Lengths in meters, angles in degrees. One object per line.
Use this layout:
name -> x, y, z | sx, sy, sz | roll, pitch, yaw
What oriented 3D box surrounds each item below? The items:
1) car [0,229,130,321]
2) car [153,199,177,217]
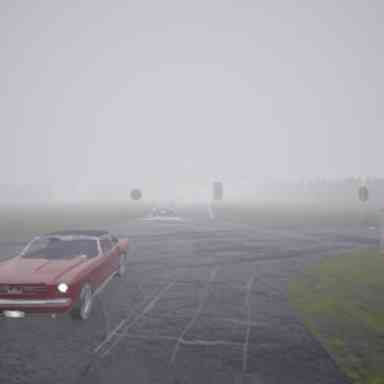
car -> -2.729, 1.561, 7.331 | 1.895, 1.301, 4.718 | 0, 0, 0
car -> -2.362, 1.382, 29.738 | 1.812, 1.442, 4.674 | 0, 0, 1
